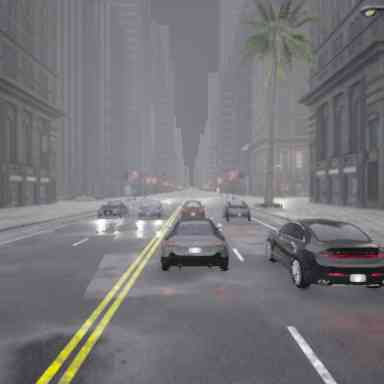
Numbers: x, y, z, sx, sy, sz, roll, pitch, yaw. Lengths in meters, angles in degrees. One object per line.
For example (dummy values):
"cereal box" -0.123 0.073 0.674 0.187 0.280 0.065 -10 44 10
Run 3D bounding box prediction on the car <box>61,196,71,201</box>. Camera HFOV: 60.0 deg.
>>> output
"car" -29.080 1.293 83.016 5.009 1.841 2.192 -1 1 0

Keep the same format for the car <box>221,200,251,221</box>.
"car" 3.333 1.391 25.615 2.128 1.511 4.902 0 0 0

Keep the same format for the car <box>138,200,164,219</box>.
"car" -3.353 1.415 27.859 1.812 1.442 4.674 0 0 0

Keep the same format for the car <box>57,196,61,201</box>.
"car" -34.163 1.629 83.039 4.206 1.307 1.802 -1 1 0

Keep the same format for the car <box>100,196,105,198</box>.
"car" -23.989 1.454 83.004 4.507 1.381 1.887 -1 1 0

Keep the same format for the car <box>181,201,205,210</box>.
"car" 0.085 1.420 26.693 1.812 1.442 4.674 0 0 0

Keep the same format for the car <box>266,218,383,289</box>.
"car" 3.329 1.469 9.080 1.837 1.490 4.892 0 0 0

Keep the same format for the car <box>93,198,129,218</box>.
"car" -6.602 1.453 28.131 1.994 1.385 4.181 0 0 0

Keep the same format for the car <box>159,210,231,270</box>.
"car" 0.084 1.522 10.912 1.994 1.385 4.181 0 0 0

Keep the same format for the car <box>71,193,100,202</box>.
"car" -23.849 1.509 74.476 4.829 1.417 1.752 -1 1 0
